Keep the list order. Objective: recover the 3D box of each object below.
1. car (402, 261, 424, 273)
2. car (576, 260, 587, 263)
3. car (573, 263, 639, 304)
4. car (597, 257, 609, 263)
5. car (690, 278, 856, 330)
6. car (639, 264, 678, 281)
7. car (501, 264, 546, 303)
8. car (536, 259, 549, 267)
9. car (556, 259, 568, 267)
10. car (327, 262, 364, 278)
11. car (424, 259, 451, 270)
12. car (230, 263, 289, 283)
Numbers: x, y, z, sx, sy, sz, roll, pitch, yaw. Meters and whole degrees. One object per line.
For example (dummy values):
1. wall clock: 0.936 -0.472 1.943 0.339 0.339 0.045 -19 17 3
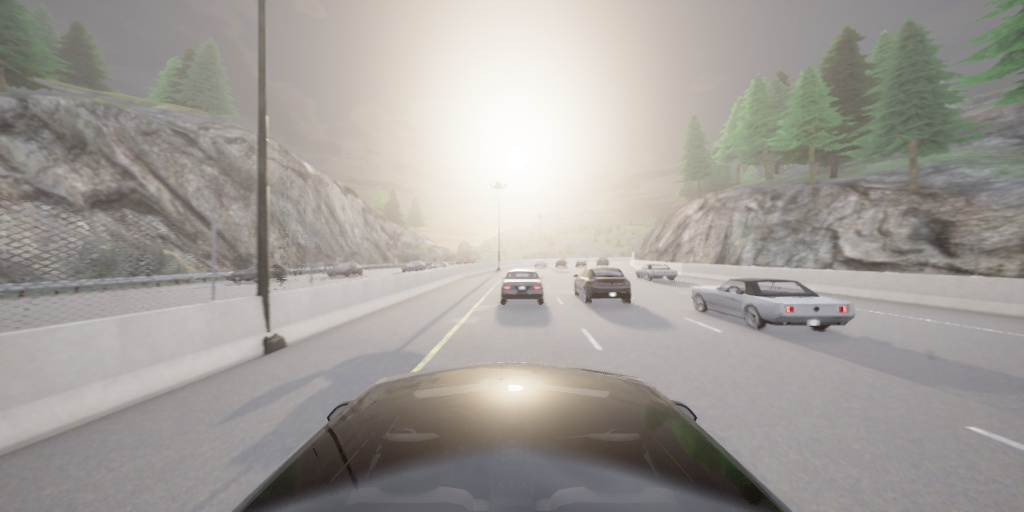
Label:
1. car: -12.192 1.333 45.237 1.812 1.442 4.674 0 0 6
2. car: 12.306 1.271 63.265 1.895 1.301 4.718 0 0 14
3. car: 3.971 1.230 16.298 1.837 1.490 4.892 0 0 2
4. car: 15.832 1.004 62.430 2.097 1.767 4.553 0 0 13
5. car: 7.314 1.309 10.834 1.895 1.301 4.718 0 0 2
6. car: 11.369 1.284 28.678 1.895 1.301 4.718 0 0 2
7. car: 0.469 1.292 16.468 2.033 1.411 5.357 0 0 2
8. car: 5.330 1.234 64.143 1.812 1.442 4.674 -1 0 13
9. car: 8.863 1.194 63.817 1.837 1.490 4.892 -1 0 13
10. car: -16.492 1.358 35.829 1.812 1.442 4.674 0 0 3
11. car: -8.821 1.315 43.892 1.812 1.442 4.674 0 0 6
12. car: -20.306 1.358 29.072 1.837 1.490 4.892 0 0 2
